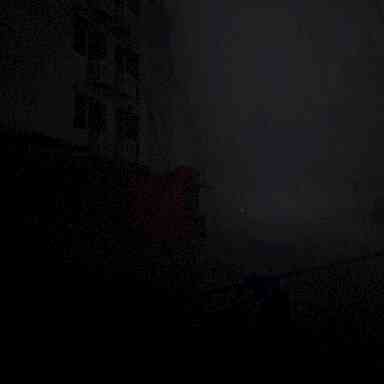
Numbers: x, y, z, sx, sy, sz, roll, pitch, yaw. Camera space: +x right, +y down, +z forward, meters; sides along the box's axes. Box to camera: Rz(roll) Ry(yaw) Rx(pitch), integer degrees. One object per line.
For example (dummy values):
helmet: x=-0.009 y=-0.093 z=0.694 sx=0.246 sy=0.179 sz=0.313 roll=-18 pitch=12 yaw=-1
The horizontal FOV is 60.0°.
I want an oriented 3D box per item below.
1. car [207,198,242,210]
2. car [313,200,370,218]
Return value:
car: x=4.067 y=1.548 z=43.525 sx=2.033 sy=1.411 sz=5.357 roll=0 pitch=0 yaw=-35
car: x=13.518 y=1.478 z=30.285 sx=1.882 sy=1.535 sz=5.008 roll=0 pitch=0 yaw=-36
